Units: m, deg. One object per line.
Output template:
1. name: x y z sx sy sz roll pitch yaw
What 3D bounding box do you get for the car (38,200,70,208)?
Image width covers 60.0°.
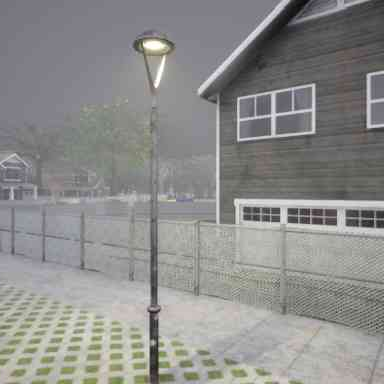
1. car: -14.020 1.590 33.000 2.128 1.511 4.902 0 0 22

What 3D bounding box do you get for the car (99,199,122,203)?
1. car: -10.506 1.625 42.262 1.837 1.490 4.892 0 1 20

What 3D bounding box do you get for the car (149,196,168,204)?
1. car: -5.623 1.454 56.711 1.882 1.535 5.008 0 0 17

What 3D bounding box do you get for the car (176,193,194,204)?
1. car: -1.306 1.243 61.648 2.150 2.045 5.566 0 0 15
